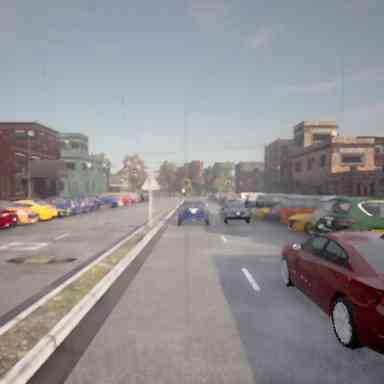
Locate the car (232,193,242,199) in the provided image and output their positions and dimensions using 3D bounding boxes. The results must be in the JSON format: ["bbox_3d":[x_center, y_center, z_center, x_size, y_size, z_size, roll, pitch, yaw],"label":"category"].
[{"bbox_3d":[7.679,1.153,36.956,5.566,2.045,2.435,0,0,0],"label":"car"}]

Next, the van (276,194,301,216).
[{"bbox_3d":[7.763,1.206,20.412,4.442,1.987,1.878,0,0,0],"label":"van"}]

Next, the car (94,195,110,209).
[{"bbox_3d":[-12.547,1.385,38.402,4.892,1.521,2.231,0,0,0],"label":"car"}]

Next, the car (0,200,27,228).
[{"bbox_3d":[-12.569,1.408,18.949,5.008,1.535,2.097,0,0,0],"label":"car"}]

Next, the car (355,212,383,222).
[{"bbox_3d":[7.637,1.461,9.257,5.008,1.535,2.097,0,0,0],"label":"car"}]

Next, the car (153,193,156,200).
[{"bbox_3d":[-12.535,1.281,82.868,5.566,2.045,2.435,0,0,0],"label":"car"}]

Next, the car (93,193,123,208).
[{"bbox_3d":[-12.519,1.134,43.961,5.566,2.045,2.435,0,0,0],"label":"car"}]

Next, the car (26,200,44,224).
[{"bbox_3d":[-12.602,1.277,21.728,4.553,1.767,2.185,0,0,0],"label":"car"}]

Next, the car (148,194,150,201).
[{"bbox_3d":[-12.511,1.523,74.464,4.674,1.452,2.002,0,0,0],"label":"car"}]

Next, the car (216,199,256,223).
[{"bbox_3d":[3.112,1.490,24.785,2.033,1.411,5.357,0,0,0],"label":"car"}]

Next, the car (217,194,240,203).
[{"bbox_3d":[7.629,1.339,70.041,4.553,1.767,2.185,0,0,0],"label":"car"}]

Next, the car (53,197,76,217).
[{"bbox_3d":[-12.571,1.393,27.286,4.892,1.521,2.231,0,0,0],"label":"car"}]

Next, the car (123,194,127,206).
[{"bbox_3d":[-12.359,1.386,46.739,5.366,1.575,1.946,0,0,0],"label":"car"}]

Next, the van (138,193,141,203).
[{"bbox_3d":[-12.643,1.206,63.414,4.442,1.987,1.878,0,0,0],"label":"van"}]

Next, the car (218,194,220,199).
[{"bbox_3d":[7.651,1.428,59.013,4.892,1.521,2.231,0,0,0],"label":"car"}]

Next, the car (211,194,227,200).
[{"bbox_3d":[7.636,1.467,94.860,4.553,1.767,2.185,0,0,0],"label":"car"}]

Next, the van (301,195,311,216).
[{"bbox_3d":[7.528,1.221,14.897,4.442,1.987,1.878,0,0,0],"label":"van"}]

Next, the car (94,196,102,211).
[{"bbox_3d":[-12.554,1.424,35.624,4.674,1.452,2.002,0,0,0],"label":"car"}]

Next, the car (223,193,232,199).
[{"bbox_3d":[7.840,1.408,50.741,5.366,1.575,1.946,0,0,0],"label":"car"}]

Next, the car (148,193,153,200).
[{"bbox_3d":[-12.483,1.247,77.184,5.566,2.045,2.435,0,0,0],"label":"car"}]

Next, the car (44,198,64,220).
[{"bbox_3d":[-12.564,1.397,24.509,5.008,1.535,2.097,0,0,0],"label":"car"}]

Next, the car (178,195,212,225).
[{"bbox_3d":[0.106,1.295,23.887,2.097,1.767,4.553,0,0,0],"label":"car"}]

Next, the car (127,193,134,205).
[{"bbox_3d":[-12.510,1.147,52.296,5.566,2.045,2.435,0,0,0],"label":"car"}]

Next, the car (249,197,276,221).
[{"bbox_3d":[7.462,1.417,25.927,5.366,1.575,1.946,0,0,0],"label":"car"}]

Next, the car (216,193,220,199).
[{"bbox_3d":[7.652,1.444,64.526,4.892,1.521,2.231,0,0,0],"label":"car"}]

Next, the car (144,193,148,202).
[{"bbox_3d":[-12.549,1.204,68.972,5.566,2.045,2.435,0,0,0],"label":"car"}]

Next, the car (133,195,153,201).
[{"bbox_3d":[-12.509,1.551,85.645,4.892,1.521,2.231,0,0,0],"label":"car"}]

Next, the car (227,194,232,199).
[{"bbox_3d":[7.682,1.434,45.227,4.792,1.488,2.163,0,0,0],"label":"car"}]

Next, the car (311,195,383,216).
[{"bbox_3d":[7.672,1.203,12.139,5.566,2.045,2.435,0,0,0],"label":"car"}]

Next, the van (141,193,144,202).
[{"bbox_3d":[-12.407,1.216,66.191,4.442,1.987,1.878,0,0,0],"label":"van"}]

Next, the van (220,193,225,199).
[{"bbox_3d":[7.538,1.195,56.133,4.442,1.987,1.878,0,0,0],"label":"van"}]

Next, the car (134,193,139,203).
[{"bbox_3d":[-12.527,1.461,60.509,4.674,1.452,2.002,0,0,0],"label":"car"}]

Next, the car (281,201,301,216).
[{"bbox_3d":[7.650,1.439,17.655,5.008,1.535,2.097,0,0,0],"label":"car"}]

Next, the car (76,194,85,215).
[{"bbox_3d":[-12.531,1.262,30.064,4.553,1.767,2.185,0,0,0],"label":"car"}]

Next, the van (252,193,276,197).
[{"bbox_3d":[7.765,1.188,28.685,4.442,1.987,1.878,0,0,0],"label":"van"}]

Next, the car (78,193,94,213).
[{"bbox_3d":[-12.528,1.260,32.844,4.553,1.767,2.185,0,0,0],"label":"car"}]

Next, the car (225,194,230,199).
[{"bbox_3d":[7.647,1.408,47.985,4.892,1.521,2.231,0,0,0],"label":"car"}]

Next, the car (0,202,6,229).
[{"bbox_3d":[-12.392,1.411,16.170,5.366,1.575,1.946,0,0,0],"label":"car"}]

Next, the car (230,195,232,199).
[{"bbox_3d":[7.655,1.443,42.470,4.674,1.452,2.002,0,0,0],"label":"car"}]

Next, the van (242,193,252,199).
[{"bbox_3d":[7.766,1.181,34.198,4.442,1.987,1.878,0,0,0],"label":"van"}]

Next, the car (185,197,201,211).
[{"bbox_3d":[0.111,1.401,41.219,1.882,1.535,5.008,0,0,0],"label":"car"}]

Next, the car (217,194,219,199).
[{"bbox_3d":[7.651,1.436,61.769,4.892,1.521,2.231,0,0,0],"label":"car"}]

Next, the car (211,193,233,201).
[{"bbox_3d":[7.693,1.299,86.586,5.566,2.045,2.435,0,0,0],"label":"car"}]

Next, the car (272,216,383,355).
[{"bbox_3d":[3.112,1.467,6.244,1.882,1.535,5.008,0,0,0],"label":"car"}]
